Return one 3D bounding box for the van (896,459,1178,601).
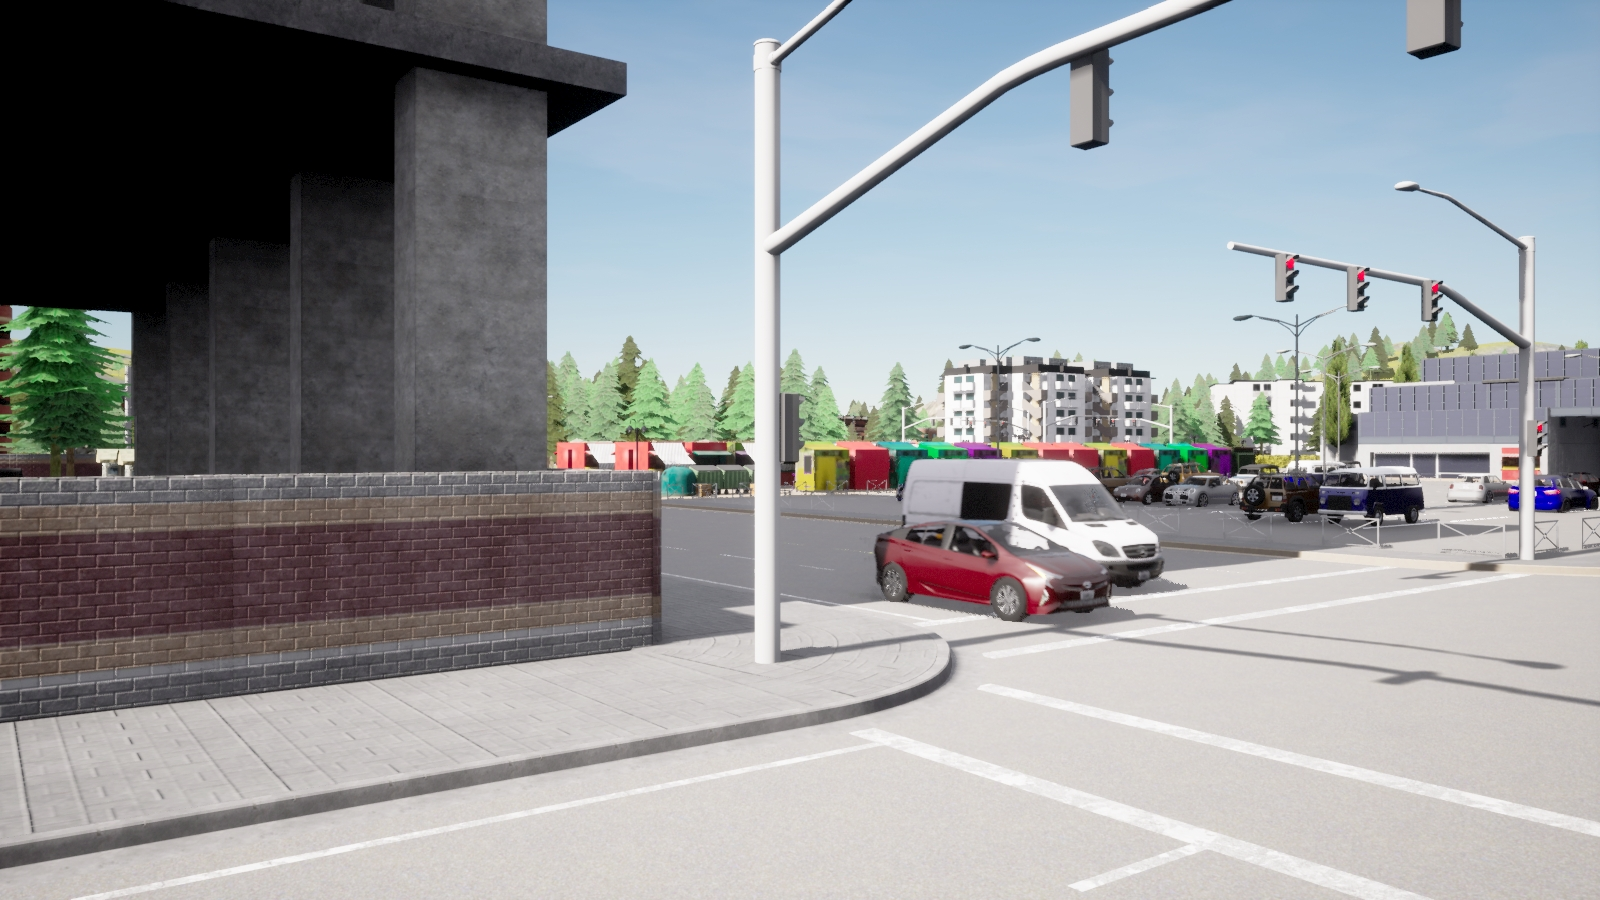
[{"bbox_3d":[4.705,1.480,23.739,1.988,2.561,5.915,0,0,-37],"label":"van"}]

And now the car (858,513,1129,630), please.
[{"bbox_3d":[3.212,1.985,19.852,2.007,1.525,4.514,0,0,-36],"label":"car"}]
